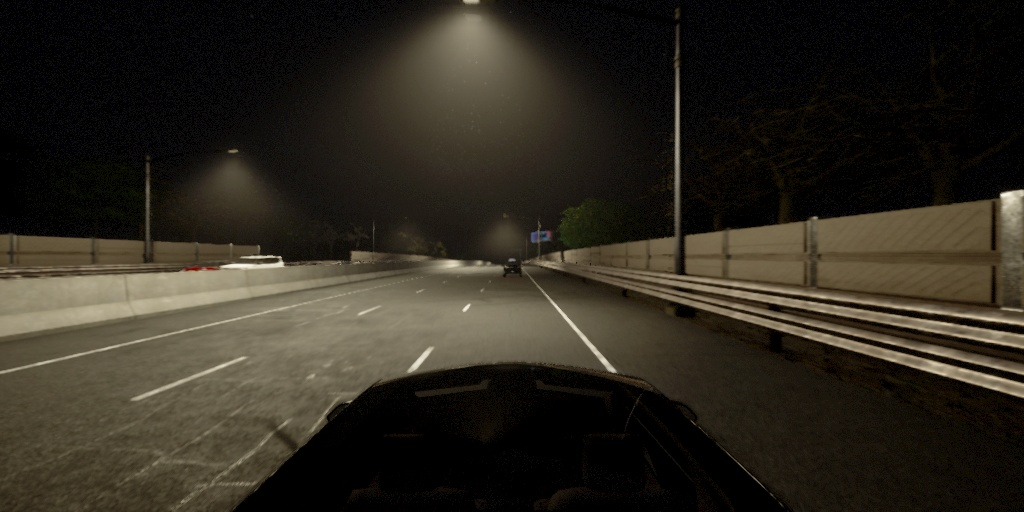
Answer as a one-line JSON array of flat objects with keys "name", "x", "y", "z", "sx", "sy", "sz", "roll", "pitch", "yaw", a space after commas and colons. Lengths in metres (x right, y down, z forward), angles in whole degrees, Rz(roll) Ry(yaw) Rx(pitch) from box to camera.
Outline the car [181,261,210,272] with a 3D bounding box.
[{"name": "car", "x": -24.582, "y": 1.141, "z": 29.491, "sx": 2.097, "sy": 1.767, "sz": 4.553, "roll": 0, "pitch": 0, "yaw": 0}]

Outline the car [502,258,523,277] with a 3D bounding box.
[{"name": "car", "x": 0.066, "y": 1.293, "z": 36.857, "sx": 2.128, "sy": 1.511, "sz": 4.902, "roll": 0, "pitch": 0, "yaw": 0}]

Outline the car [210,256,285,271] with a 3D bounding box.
[{"name": "car", "x": -21.087, "y": 1.009, "z": 29.366, "sx": 2.150, "sy": 2.045, "sz": 5.566, "roll": 0, "pitch": 0, "yaw": 0}]

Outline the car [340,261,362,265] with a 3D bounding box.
[{"name": "car", "x": -17.565, "y": 1.305, "z": 38.705, "sx": 2.128, "sy": 1.511, "sz": 4.902, "roll": 0, "pitch": 0, "yaw": 0}]
